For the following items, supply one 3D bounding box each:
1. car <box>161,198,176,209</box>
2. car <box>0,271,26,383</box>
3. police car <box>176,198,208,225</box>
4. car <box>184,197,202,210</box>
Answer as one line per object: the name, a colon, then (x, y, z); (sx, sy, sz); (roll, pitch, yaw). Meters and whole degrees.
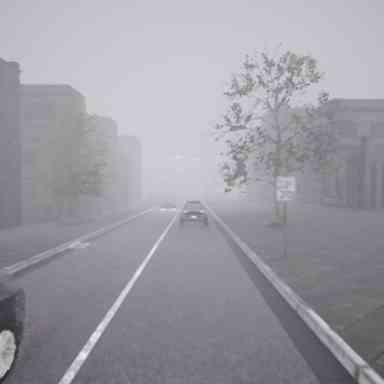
car: (-3.033, 1.540, 44.224); (1.994, 1.385, 4.181); (0, 0, 0)
car: (-3.100, 1.503, 2.482); (1.837, 1.490, 4.892); (0, 0, 0)
police car: (0.127, 1.492, 24.433); (2.038, 1.542, 4.974); (0, 0, 0)
car: (0.149, 1.481, 42.556); (2.163, 1.488, 4.792); (0, 0, 0)
